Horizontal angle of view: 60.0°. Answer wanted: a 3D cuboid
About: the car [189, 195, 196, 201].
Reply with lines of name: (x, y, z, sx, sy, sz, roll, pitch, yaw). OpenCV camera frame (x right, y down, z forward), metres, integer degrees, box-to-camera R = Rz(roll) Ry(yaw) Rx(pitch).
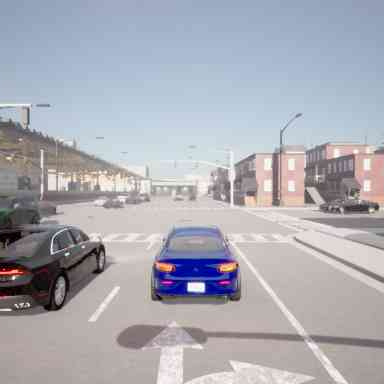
car: (0.134, 1.500, 81.583, 1.837, 1.490, 4.892, 0, 0, 0)

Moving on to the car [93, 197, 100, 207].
car: (-14.006, 1.525, 52.114, 1.812, 1.442, 4.674, 0, 0, 0)

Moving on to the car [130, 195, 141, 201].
car: (-13.867, 1.545, 81.341, 1.994, 1.385, 4.181, 0, 0, 0)

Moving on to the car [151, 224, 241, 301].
car: (0.091, 1.526, 8.219, 1.812, 1.442, 4.674, 0, 0, 0)

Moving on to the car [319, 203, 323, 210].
car: (17.082, 1.505, 38.028, 4.892, 1.490, 1.837, 0, 0, 0)

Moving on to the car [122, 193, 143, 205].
car: (-10.483, 1.477, 58.602, 1.882, 1.535, 5.008, 0, 0, 0)

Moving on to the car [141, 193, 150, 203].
car: (-10.382, 1.225, 72.175, 2.150, 2.045, 5.566, 0, 0, 0)

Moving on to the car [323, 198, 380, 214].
car: (16.779, 1.491, 34.521, 4.902, 1.511, 2.128, 0, 0, 0)

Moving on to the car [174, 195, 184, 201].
car: (-3.366, 1.595, 82.083, 1.895, 1.301, 4.718, 0, 0, 0)

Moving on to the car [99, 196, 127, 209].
car: (-10.524, 1.564, 44.564, 1.994, 1.385, 4.181, 0, 0, 0)

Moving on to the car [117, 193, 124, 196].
car: (-13.889, 1.221, 68.072, 2.150, 2.045, 5.566, 0, 0, 0)

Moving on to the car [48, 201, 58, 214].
car: (-14.040, 1.525, 30.846, 1.812, 1.442, 4.674, 0, 0, 0)

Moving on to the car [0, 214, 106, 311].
car: (-3.416, 1.505, 7.761, 1.837, 1.490, 4.892, 0, 0, 0)

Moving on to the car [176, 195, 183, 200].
car: (-3.349, 1.524, 92.129, 1.812, 1.442, 4.674, 0, 0, 0)

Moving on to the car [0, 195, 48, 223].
car: (-10.570, 1.221, 18.795, 2.150, 2.045, 5.566, 0, 0, 0)
